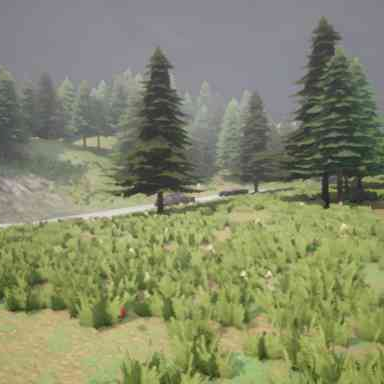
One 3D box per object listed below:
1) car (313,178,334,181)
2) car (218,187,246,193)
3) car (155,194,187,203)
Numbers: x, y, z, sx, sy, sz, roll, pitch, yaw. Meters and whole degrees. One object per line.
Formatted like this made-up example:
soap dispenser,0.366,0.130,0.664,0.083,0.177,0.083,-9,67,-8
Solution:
car,24.108,-2.169,60.368,4.892,1.490,1.837,-5,1,-15
car,5.807,0.019,46.331,4.718,1.301,1.895,-7,5,-43
car,-1.892,0.935,38.678,2.033,1.411,5.357,-1,5,45
